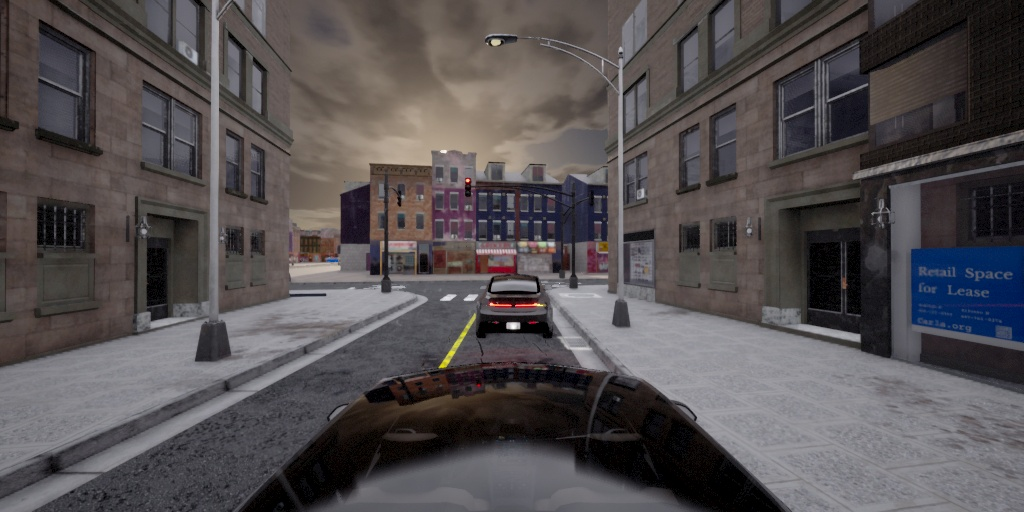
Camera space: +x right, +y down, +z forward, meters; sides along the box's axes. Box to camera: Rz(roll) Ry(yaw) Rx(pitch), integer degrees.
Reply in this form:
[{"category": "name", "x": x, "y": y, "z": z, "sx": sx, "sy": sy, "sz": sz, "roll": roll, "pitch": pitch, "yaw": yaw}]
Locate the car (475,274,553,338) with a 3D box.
[{"category": "car", "x": 0.100, "y": 1.256, "z": 10.148, "sx": 1.837, "sy": 1.490, "sz": 4.892, "roll": 0, "pitch": 0, "yaw": 2}]
